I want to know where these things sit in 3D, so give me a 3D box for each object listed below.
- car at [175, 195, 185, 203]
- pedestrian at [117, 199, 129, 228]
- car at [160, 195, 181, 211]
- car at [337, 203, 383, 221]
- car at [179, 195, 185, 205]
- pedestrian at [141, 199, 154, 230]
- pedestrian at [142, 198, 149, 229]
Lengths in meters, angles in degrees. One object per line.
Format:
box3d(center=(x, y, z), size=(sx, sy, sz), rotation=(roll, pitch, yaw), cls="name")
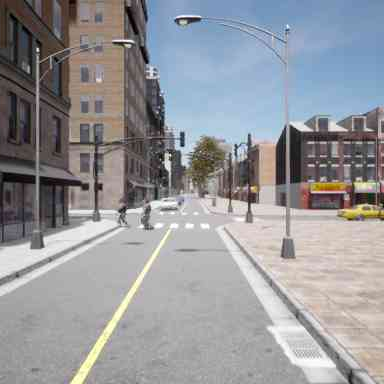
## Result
box3d(center=(-2.494, 1.444, 69.235), size=(1.812, 1.442, 4.674), rotation=(0, 0, 0), cls="car")
box3d(center=(-4.283, 1.283, 20.593), size=(0.375, 1.860, 0.375), rotation=(0, 0, 0), cls="pedestrian")
box3d(center=(-2.697, 1.483, 40.646), size=(1.812, 1.442, 4.674), rotation=(0, 0, 0), cls="car")
box3d(center=(13.987, 1.581, 26.098), size=(4.829, 1.417, 1.752), rotation=(0, -1, 0), cls="car")
box3d(center=(-2.643, 1.484, 54.425), size=(2.033, 1.411, 5.357), rotation=(0, 0, 0), cls="car")
box3d(center=(-2.577, 1.284, 19.353), size=(0.375, 1.860, 0.375), rotation=(0, 0, 0), cls="pedestrian")
box3d(center=(-2.785, 1.284, 19.989), size=(0.375, 1.860, 0.375), rotation=(0, 0, 0), cls="pedestrian")
